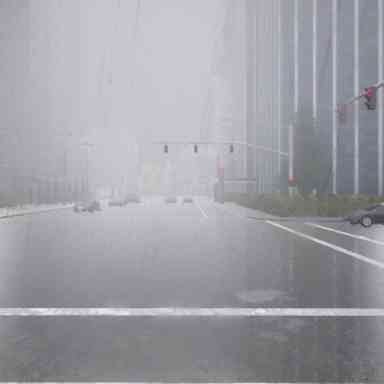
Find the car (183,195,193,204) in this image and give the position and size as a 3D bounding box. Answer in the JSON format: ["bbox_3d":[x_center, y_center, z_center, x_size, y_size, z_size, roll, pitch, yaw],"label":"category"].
[{"bbox_3d":[-0.790,1.523,65.341,1.812,1.442,4.674,0,0,-1],"label":"car"}]

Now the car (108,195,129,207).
[{"bbox_3d":[-11.239,1.523,50.020,1.812,1.442,4.674,0,0,0],"label":"car"}]

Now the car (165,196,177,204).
[{"bbox_3d":[-4.187,1.598,65.000,1.895,1.301,4.718,0,0,0],"label":"car"}]

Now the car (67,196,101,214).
[{"bbox_3d":[-11.116,1.490,35.463,2.128,1.511,4.902,0,0,-1],"label":"car"}]

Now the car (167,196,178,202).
[{"bbox_3d":[-4.378,1.537,75.261,2.033,1.411,5.357,0,0,-1],"label":"car"}]

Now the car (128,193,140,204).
[{"bbox_3d":[-11.320,1.220,63.618,2.150,2.045,5.566,0,0,0],"label":"car"}]

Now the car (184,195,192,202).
[{"bbox_3d":[-0.882,1.383,75.592,1.882,1.535,5.008,0,0,-1],"label":"car"}]

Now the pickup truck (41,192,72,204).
[{"bbox_3d":[-24.365,1.056,60.024,2.390,2.098,6.274,0,0,30],"label":"pickup truck"}]

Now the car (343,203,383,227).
[{"bbox_3d":[12.618,1.504,22.088,4.892,1.490,1.837,0,0,0],"label":"car"}]
